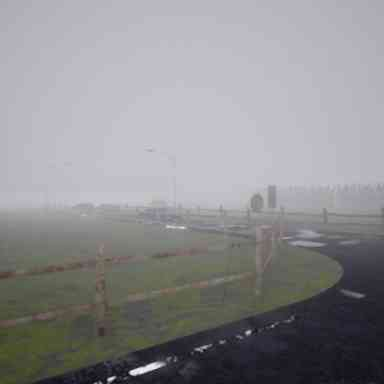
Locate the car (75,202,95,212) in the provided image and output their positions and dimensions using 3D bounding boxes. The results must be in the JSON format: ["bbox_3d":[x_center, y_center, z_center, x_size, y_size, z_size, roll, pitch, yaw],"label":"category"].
[{"bbox_3d":[-18.194,2.538,56.588,1.882,1.535,5.008,0,-1,-34],"label":"car"}]

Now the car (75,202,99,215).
[{"bbox_3d":[-15.288,2.389,47.388,1.837,1.490,4.892,0,-1,-34],"label":"car"}]

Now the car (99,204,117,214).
[{"bbox_3d":[-12.579,2.412,48.453,2.033,1.411,5.357,0,-1,-34],"label":"car"}]

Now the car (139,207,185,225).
[{"bbox_3d":[-2.750,2.002,28.931,2.033,1.411,5.357,0,-1,-34],"label":"car"}]
